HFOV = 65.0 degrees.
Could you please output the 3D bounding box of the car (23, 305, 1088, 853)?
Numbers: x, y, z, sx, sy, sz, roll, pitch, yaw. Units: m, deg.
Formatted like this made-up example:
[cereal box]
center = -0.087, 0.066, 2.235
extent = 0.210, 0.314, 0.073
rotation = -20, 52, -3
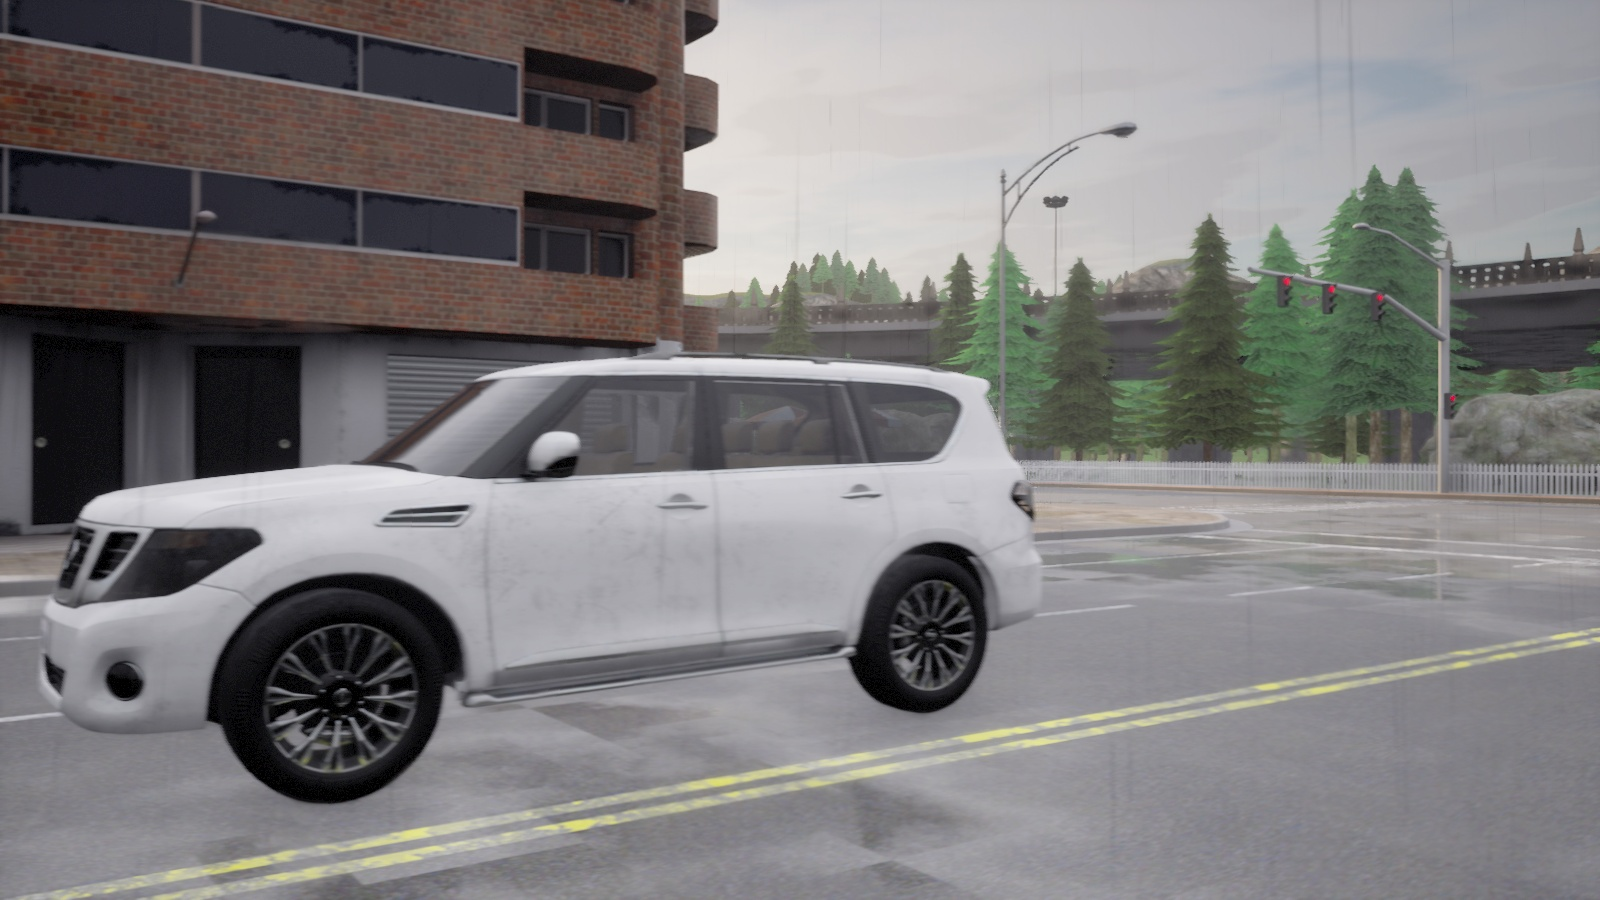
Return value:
[car]
center = -1.097, 0.484, 7.161
extent = 5.566, 2.045, 2.150
rotation = 0, 0, -35
